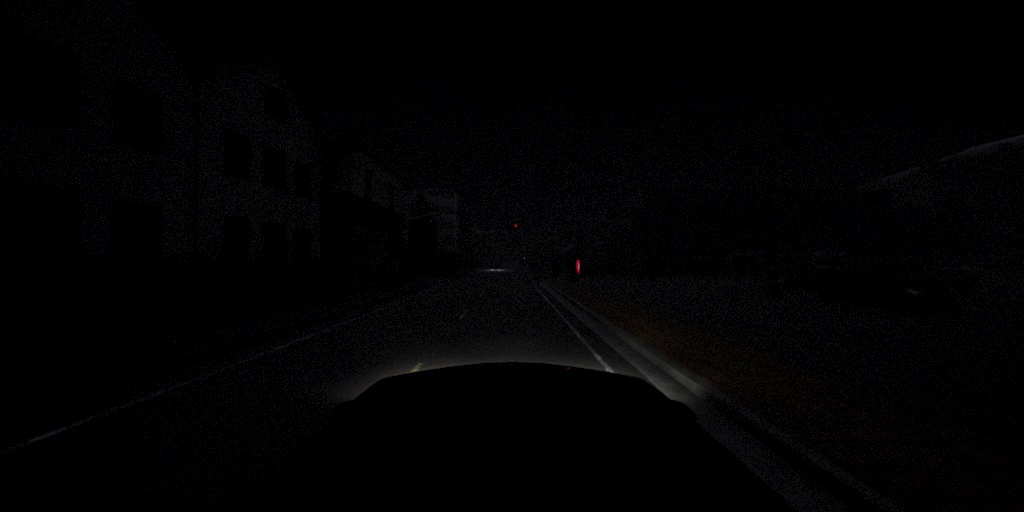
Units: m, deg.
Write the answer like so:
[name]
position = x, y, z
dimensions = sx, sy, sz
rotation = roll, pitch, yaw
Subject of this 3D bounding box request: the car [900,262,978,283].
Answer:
[car]
position = 47.871, 1.650, 40.277
dimensions = 5.566, 2.045, 2.150
rotation = 0, -1, 0
